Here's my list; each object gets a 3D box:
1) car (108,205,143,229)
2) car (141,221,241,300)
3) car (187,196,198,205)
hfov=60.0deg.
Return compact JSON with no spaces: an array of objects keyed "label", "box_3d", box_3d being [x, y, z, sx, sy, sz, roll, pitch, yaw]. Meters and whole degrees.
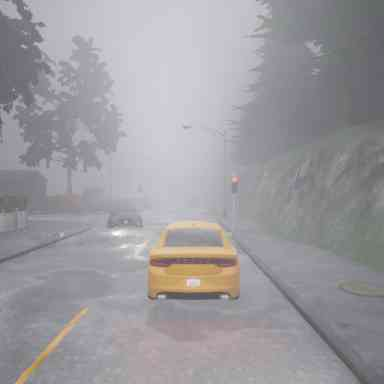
[{"label":"car","box_3d":[-4.252,1.564,21.458,1.994,1.385,4.181,0,0,-11]},{"label":"car","box_3d":[0.048,1.478,8.463,1.882,1.535,5.008,0,0,1]},{"label":"car","box_3d":[0.101,1.477,60.260,1.882,1.535,5.008,0,0,0]}]
